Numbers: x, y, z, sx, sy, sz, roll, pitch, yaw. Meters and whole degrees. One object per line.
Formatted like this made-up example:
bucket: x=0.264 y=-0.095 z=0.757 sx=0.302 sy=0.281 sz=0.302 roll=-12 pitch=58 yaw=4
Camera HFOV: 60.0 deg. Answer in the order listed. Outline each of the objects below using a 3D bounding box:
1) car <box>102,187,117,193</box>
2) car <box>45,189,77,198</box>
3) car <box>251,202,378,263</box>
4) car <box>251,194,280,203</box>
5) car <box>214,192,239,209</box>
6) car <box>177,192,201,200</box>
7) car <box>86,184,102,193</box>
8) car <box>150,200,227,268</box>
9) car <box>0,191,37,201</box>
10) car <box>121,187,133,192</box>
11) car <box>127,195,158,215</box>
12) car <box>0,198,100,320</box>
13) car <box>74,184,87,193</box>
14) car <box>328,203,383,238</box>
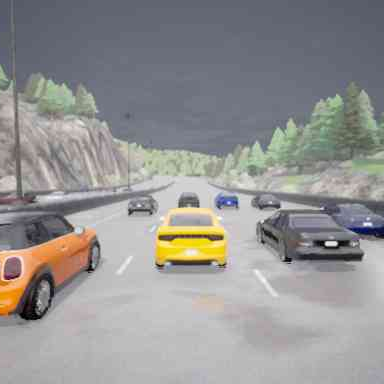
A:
car: x=-18.456 y=-0.396 z=76.135 sx=1.994 sy=1.385 sz=4.181 roll=0 pitch=1 yaw=-1
car: x=-14.545 y=0.685 z=36.268 sx=1.812 sy=1.442 sz=4.674 roll=0 pitch=1 yaw=-1
car: x=3.458 y=1.282 z=10.838 sx=2.033 sy=1.411 sz=5.357 roll=0 pitch=1 yaw=-1
car: x=6.716 y=0.827 z=30.489 sx=1.994 sy=1.385 sz=4.181 roll=0 pitch=1 yaw=-1
car: x=3.204 y=0.722 z=31.497 sx=1.882 sy=1.535 sz=5.008 roll=0 pitch=1 yaw=-1
car: x=-0.280 y=0.788 z=30.072 sx=1.837 sy=1.490 sz=4.892 roll=0 pitch=1 yaw=-1
car: x=-21.964 y=-0.578 z=76.702 sx=2.128 sy=1.511 sz=4.902 roll=0 pitch=1 yaw=-1
car: x=-0.042 y=1.227 z=10.416 sx=1.882 sy=1.535 sz=5.008 roll=0 pitch=2 yaw=-1
car: x=-18.029 y=0.677 z=34.797 sx=1.882 sy=1.535 sz=5.008 roll=0 pitch=1 yaw=-1
car: x=-14.964 y=-0.520 z=76.762 sx=1.895 sy=1.301 sz=4.718 roll=0 pitch=1 yaw=-1
car: x=-3.730 y=0.940 z=25.713 sx=2.033 sy=1.411 sz=5.357 roll=0 pitch=1 yaw=-1
car: x=-3.513 y=1.185 z=7.110 sx=2.097 sy=1.767 sz=4.553 roll=0 pitch=1 yaw=0
car: x=-25.464 y=-0.871 z=76.621 sx=2.150 sy=2.045 sz=5.566 roll=0 pitch=1 yaw=-1
car: x=6.909 y=1.191 z=15.112 sx=1.994 sy=1.385 sz=4.181 roll=0 pitch=1 yaw=-1
